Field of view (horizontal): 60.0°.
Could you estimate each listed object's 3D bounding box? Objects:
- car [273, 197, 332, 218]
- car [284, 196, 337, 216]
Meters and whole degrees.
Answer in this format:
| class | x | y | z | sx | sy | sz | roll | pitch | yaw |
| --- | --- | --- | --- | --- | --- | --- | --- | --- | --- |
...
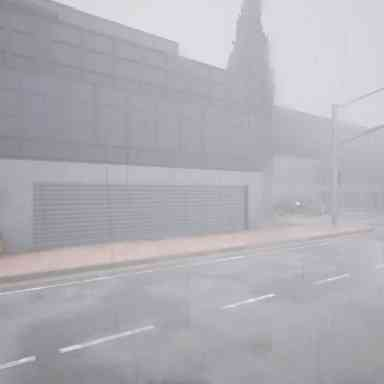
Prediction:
| class | x | y | z | sx | sy | sz | roll | pitch | yaw |
| --- | --- | --- | --- | --- | --- | --- | --- | --- | --- |
| car | 9.736 | 1.491 | 30.393 | 2.128 | 1.511 | 4.902 | 0 | 0 | -37 |
| car | 11.825 | 1.352 | 33.450 | 2.097 | 1.767 | 4.553 | 0 | 0 | -37 |
